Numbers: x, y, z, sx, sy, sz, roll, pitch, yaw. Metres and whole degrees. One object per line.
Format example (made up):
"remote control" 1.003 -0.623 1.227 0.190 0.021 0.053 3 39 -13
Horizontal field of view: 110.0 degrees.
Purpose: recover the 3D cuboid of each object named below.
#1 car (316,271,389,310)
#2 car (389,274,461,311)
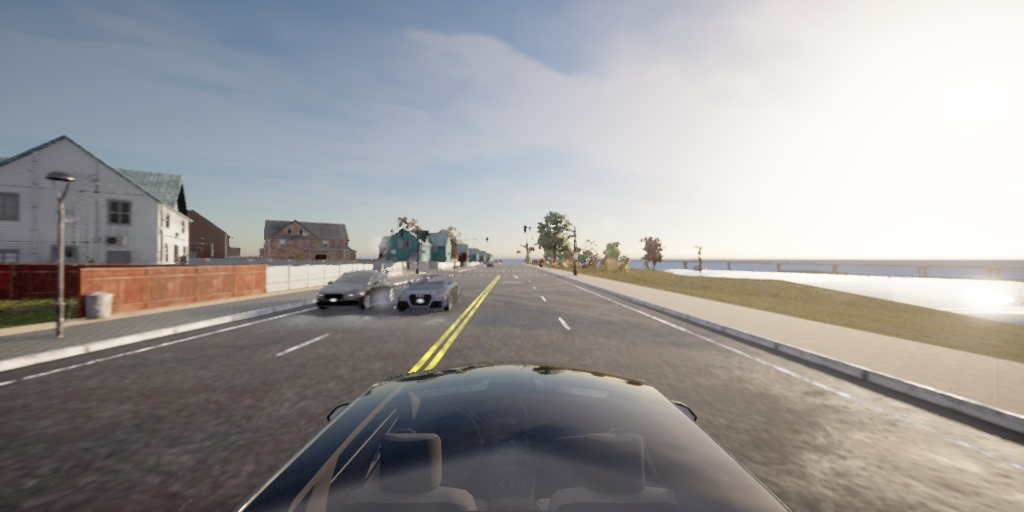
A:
"car" -6.603 1.412 15.668 1.837 1.490 4.892 0 -1 0
"car" -3.353 1.465 15.085 1.994 1.385 4.181 0 -1 0
